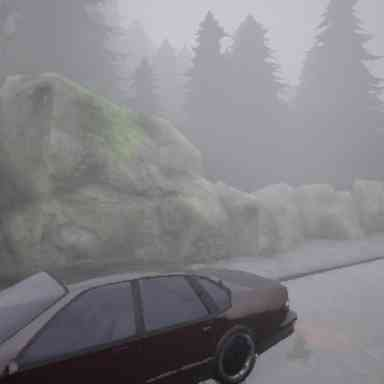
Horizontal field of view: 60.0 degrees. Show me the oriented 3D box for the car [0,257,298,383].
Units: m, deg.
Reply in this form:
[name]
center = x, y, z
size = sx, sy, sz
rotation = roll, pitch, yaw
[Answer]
[car]
center = -1.065, 1.558, 3.847
size = 5.357, 1.411, 2.033
rotation = 1, 0, -35
